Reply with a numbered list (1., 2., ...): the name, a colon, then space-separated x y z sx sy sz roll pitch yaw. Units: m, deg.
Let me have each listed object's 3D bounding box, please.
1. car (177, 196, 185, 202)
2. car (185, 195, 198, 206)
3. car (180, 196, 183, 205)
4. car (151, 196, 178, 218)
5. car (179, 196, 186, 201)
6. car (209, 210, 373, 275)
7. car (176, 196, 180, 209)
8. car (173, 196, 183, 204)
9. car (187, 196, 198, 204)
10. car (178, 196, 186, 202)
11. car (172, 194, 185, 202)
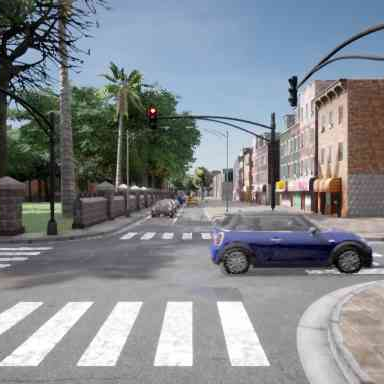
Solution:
1. car: -2.603 1.818 81.823 1.887 1.381 4.507 0 0 0
2. car: 0.130 1.627 59.511 1.882 1.535 5.008 0 0 0
3. car: -2.619 1.679 47.692 1.802 1.307 4.206 0 0 0
4. car: -2.627 1.481 30.626 1.967 1.590 4.097 0 0 0
5. car: -2.598 1.914 93.200 1.947 1.339 4.313 -1 0 0
6. car: 2.798 1.337 9.889 4.553 1.767 2.097 0 0 0
7. car: -2.623 1.498 36.314 1.967 1.590 4.097 0 0 0
8. car: -2.985 1.715 71.231 1.837 1.490 4.892 0 0 0
9. car: 0.128 1.690 68.865 2.128 1.511 4.902 0 0 0
10. car: -2.601 1.861 87.512 2.008 1.369 4.403 -1 0 0
11. car: -2.949 1.402 64.262 2.150 2.045 5.566 0 0 0
